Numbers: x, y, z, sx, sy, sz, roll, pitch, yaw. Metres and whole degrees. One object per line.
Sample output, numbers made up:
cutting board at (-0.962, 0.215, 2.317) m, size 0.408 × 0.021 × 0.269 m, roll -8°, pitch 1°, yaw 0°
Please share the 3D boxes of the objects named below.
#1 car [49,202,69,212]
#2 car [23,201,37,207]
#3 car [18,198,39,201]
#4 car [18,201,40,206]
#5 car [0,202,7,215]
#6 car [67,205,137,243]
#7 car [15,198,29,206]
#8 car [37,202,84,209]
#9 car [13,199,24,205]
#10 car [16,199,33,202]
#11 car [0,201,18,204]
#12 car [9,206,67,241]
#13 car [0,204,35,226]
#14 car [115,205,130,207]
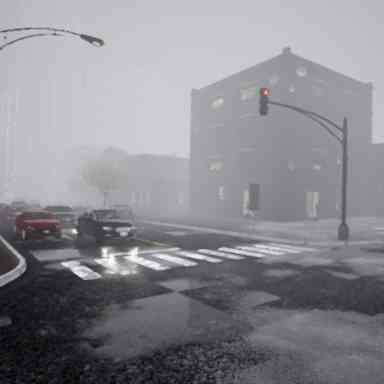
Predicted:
car at (-19.542, 2.154, 48.738) m, size 1.752 × 1.417 × 4.829 m, roll 1°, pitch -1°, yaw -35°
car at (-33.135, 2.423, 68.037) m, size 1.802 × 1.307 × 4.206 m, roll 1°, pitch -1°, yaw -35°
car at (-27.757, 2.140, 55.863) m, size 2.128 × 1.511 × 4.902 m, roll 2°, pitch -2°, yaw -35°
car at (-15.582, 1.891, 32.898) m, size 1.994 × 1.385 × 4.181 m, roll 2°, pitch -2°, yaw -34°
car at (-22.757, 1.877, 38.424) m, size 2.008 × 1.369 × 4.403 m, roll 1°, pitch -1°, yaw -35°
car at (-4.458, 1.649, 16.983) m, size 2.128 × 1.511 × 4.902 m, roll 2°, pitch -2°, yaw -35°
car at (-39.478, 2.258, 77.108) m, size 2.192 × 1.841 × 5.009 m, roll 1°, pitch -1°, yaw -35°
car at (-9.868, 1.744, 24.716) m, size 1.837 × 1.490 × 4.892 m, roll 2°, pitch -2°, yaw -35°
car at (-42.750, 2.522, 81.776) m, size 1.752 × 1.417 × 4.829 m, roll 1°, pitch -1°, yaw -35°
car at (-21.508, 1.925, 41.434) m, size 1.837 × 1.490 × 4.892 m, roll 2°, pitch -2°, yaw -34°
car at (-18.454, 1.824, 32.226) m, size 1.947 × 1.339 × 4.313 m, roll 1°, pitch -1°, yaw -35°
car at (-8.131, 1.646, 17.478) m, size 1.887 × 1.381 × 4.507 m, roll 1°, pitch -1°, yaw -35°
car at (-13.294, 1.761, 24.851) m, size 1.802 × 1.307 × 4.206 m, roll 1°, pitch -1°, yaw -35°
car at (-6.846, 1.875, 30.706) m, size 1.967 × 1.590 × 4.097 m, roll 1°, pitch -1°, yaw -35°
